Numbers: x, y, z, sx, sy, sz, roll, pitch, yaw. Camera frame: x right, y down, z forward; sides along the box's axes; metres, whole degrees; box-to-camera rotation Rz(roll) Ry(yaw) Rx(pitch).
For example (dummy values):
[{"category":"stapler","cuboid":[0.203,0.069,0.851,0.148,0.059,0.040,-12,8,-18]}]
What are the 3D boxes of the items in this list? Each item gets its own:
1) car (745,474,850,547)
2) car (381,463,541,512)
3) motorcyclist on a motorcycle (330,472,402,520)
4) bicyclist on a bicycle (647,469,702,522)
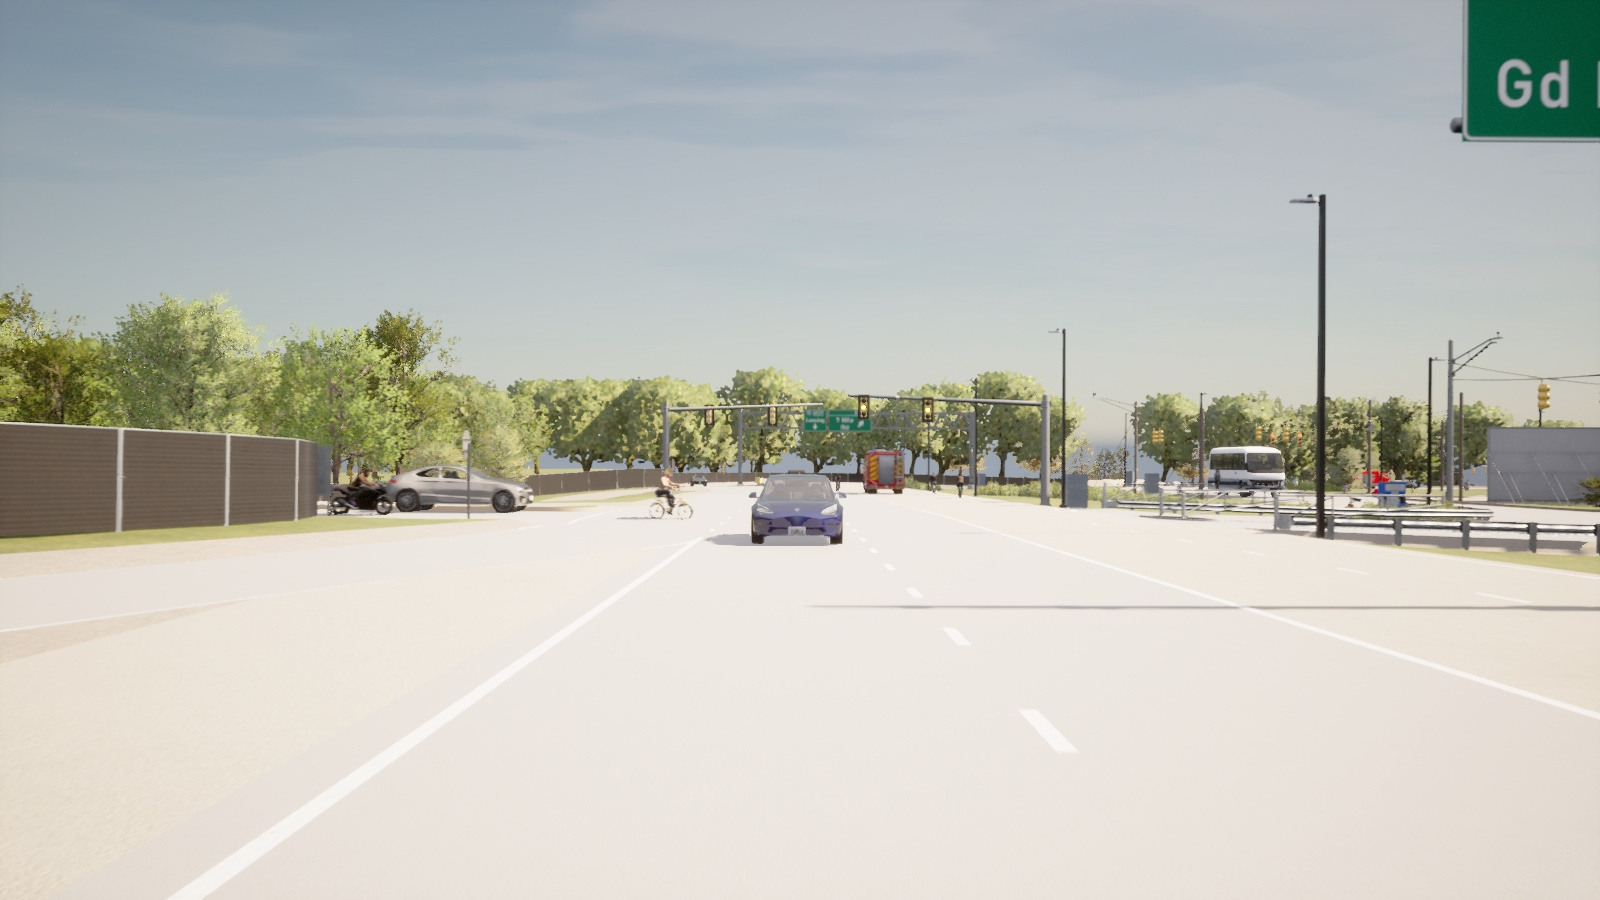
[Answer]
[{"category":"car","cuboid":[-0.044,1.281,28.133,2.163,1.488,4.792,0,-1,0]},{"category":"car","cuboid":[-11.808,1.300,43.974,5.027,1.651,2.152,0,-1,0]},{"category":"motorcyclist on a motorcycle","cuboid":[-13.981,1.467,40.449,2.044,1.523,0.797,0,0,-1]},{"category":"bicyclist on a bicycle","cuboid":[-3.985,1.430,39.774,1.509,1.612,0.866,0,1,16]}]
